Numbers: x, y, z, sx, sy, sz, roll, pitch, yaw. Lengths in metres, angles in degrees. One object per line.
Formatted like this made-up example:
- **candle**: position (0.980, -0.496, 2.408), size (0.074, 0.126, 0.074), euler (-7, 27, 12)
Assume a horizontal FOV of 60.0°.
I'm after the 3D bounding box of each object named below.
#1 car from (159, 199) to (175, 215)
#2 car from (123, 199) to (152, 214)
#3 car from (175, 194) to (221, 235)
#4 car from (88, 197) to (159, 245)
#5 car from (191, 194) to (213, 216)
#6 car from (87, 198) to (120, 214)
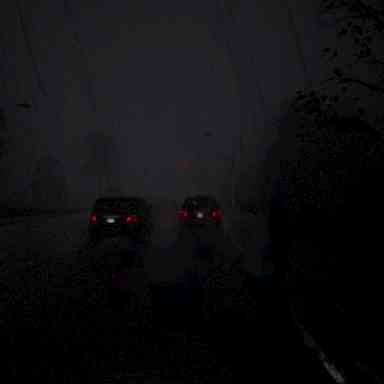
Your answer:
- **car**: position (-2.430, 1.496, 34.022), size (2.128, 1.511, 4.902), euler (0, 0, 3)
- **car**: position (-5.926, 1.553, 36.926), size (2.033, 1.411, 5.357), euler (0, 0, 3)
- **car**: position (0.472, 1.227, 18.861), size (2.150, 2.045, 5.566), euler (0, 0, 2)
- **car**: position (-3.127, 1.223, 15.791), size (2.150, 2.045, 5.566), euler (0, 0, 2)
- **car**: position (1.099, 1.230, 34.474), size (2.150, 2.045, 5.566), euler (0, 0, 3)
- **car**: position (-9.479, 1.495, 36.058), size (2.128, 1.511, 4.902), euler (0, 0, 3)
